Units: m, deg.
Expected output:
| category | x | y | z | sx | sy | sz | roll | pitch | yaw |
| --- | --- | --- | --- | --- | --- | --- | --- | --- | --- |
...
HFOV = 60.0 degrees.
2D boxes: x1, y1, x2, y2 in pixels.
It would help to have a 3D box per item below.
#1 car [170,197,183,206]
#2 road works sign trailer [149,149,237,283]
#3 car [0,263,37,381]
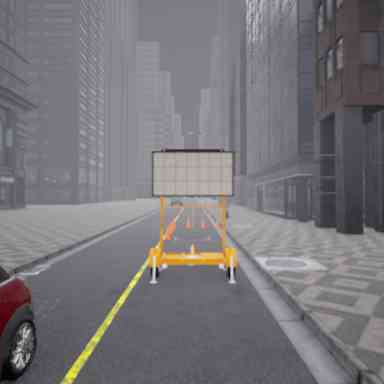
| category | x | y | z | sx | sy | sz | roll | pitch | yaw |
| --- | --- | --- | --- | --- | --- | --- | --- | --- | --- |
| car | -2.907 | 1.768 | 63.322 | 2.150 | 2.045 | 5.566 | 0 | 0 | 0 |
| road works sign trailer | 0.025 | 0.536 | 9.859 | 2.380 | 3.560 | 2.880 | 0 | 0 | 0 |
| car | -3.098 | 1.370 | 2.479 | 2.097 | 1.767 | 4.553 | 0 | 0 | 0 |
